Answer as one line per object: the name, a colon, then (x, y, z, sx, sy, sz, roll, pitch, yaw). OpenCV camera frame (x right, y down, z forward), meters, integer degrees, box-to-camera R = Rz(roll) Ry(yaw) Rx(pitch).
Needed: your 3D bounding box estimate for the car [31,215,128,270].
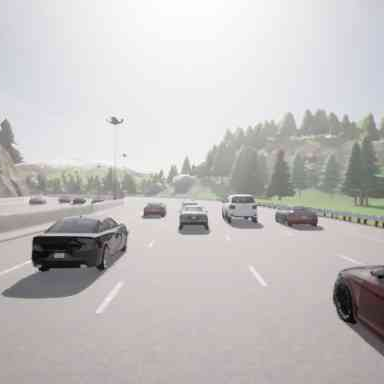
car: (-3.397, 1.479, 11.002, 1.882, 1.535, 5.008, 0, 0, 0)

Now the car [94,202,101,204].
car: (-16.937, 1.568, 60.621, 1.994, 1.385, 4.181, 0, 0, -9)

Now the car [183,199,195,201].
car: (-0.396, 1.550, 40.970, 2.033, 1.411, 5.357, 0, 0, -4)

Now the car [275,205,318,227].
car: (7.106, 1.565, 23.040, 1.994, 1.385, 4.181, 0, 0, 0)

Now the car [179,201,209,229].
car: (0.104, 1.549, 21.790, 2.033, 1.411, 5.357, 0, 0, 0)

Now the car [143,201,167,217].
car: (-3.507, 1.566, 31.849, 1.994, 1.385, 4.181, 0, 0, -1)

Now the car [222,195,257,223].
car: (3.597, 1.223, 25.817, 2.150, 2.045, 5.566, 0, 0, 0)

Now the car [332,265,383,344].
car: (3.602, 1.564, 4.522, 1.994, 1.385, 4.181, 0, 0, 0)
